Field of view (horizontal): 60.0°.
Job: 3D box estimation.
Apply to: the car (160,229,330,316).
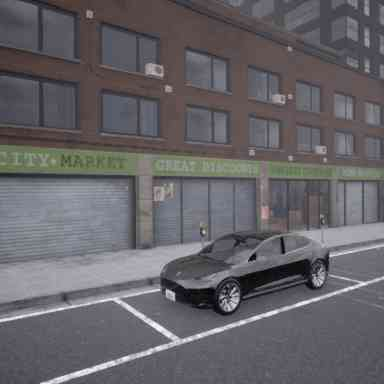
[{"bbox_3d":[1.361,1.565,7.523,4.313,1.339,1.947,0,-1,-36],"label":"car"}]
